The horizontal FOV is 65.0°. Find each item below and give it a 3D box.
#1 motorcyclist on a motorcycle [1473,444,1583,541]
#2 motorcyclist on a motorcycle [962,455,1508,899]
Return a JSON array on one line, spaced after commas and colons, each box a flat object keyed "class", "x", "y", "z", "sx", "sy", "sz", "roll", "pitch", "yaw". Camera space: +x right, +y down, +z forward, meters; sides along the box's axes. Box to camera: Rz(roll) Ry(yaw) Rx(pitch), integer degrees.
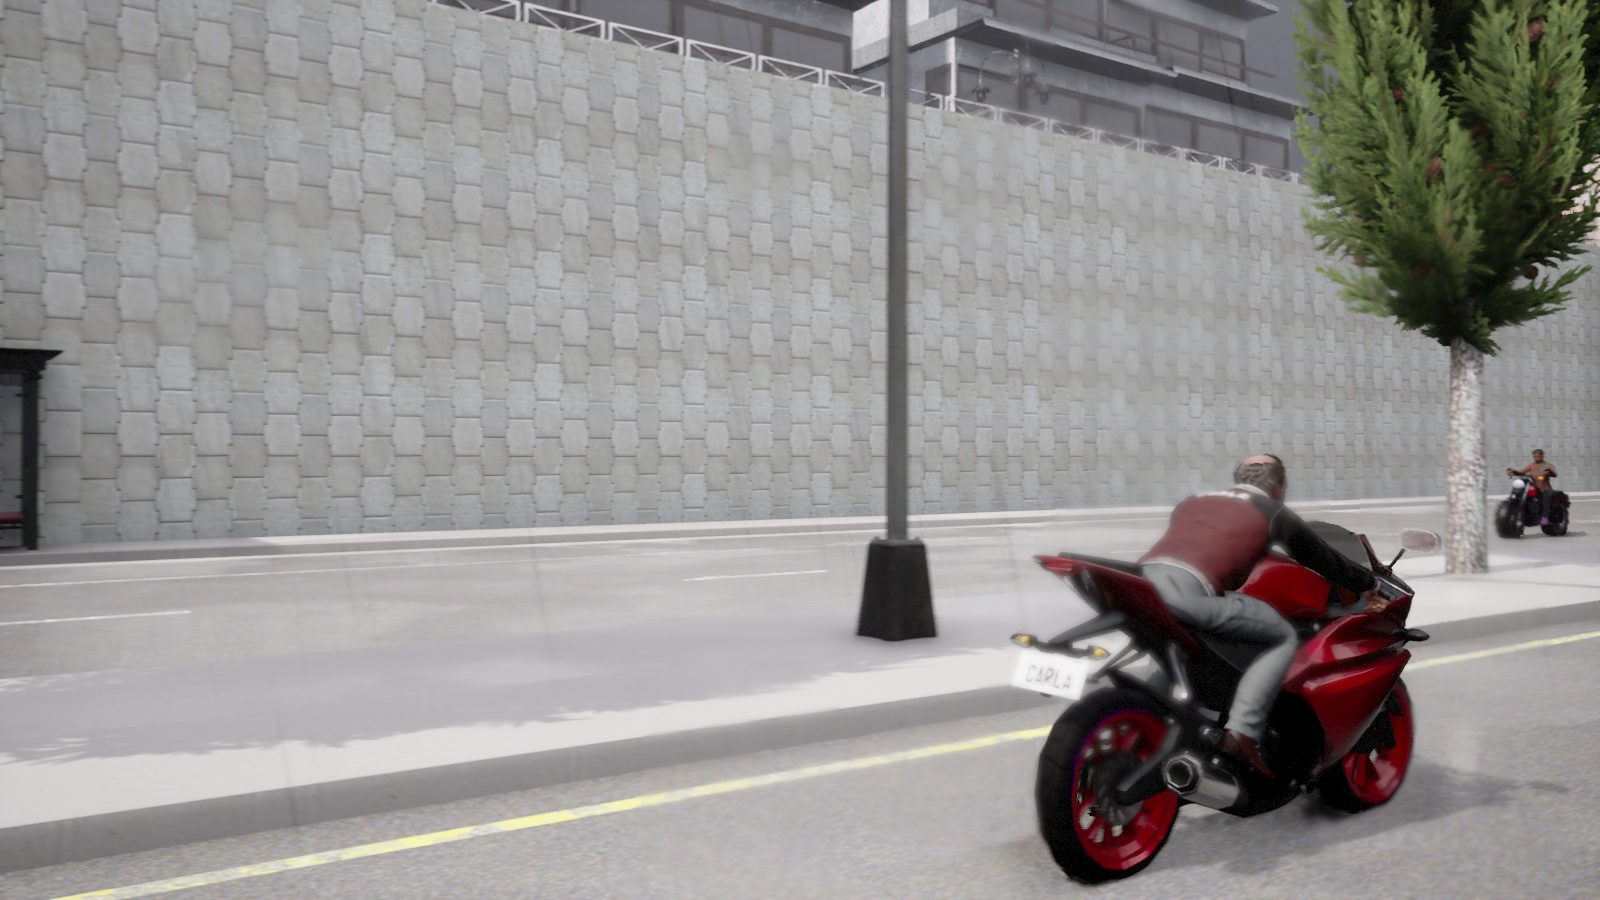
[{"class": "motorcyclist on a motorcycle", "x": 13.046, "y": 0.724, "z": 22.481, "sx": 2.350, "sy": 1.649, "sz": 0.766, "roll": 0, "pitch": 0, "yaw": -35}, {"class": "motorcyclist on a motorcycle", "x": 1.750, "y": 0.788, "z": 4.893, "sx": 2.191, "sy": 1.530, "sz": 0.866, "roll": 0, "pitch": 0, "yaw": -34}]
